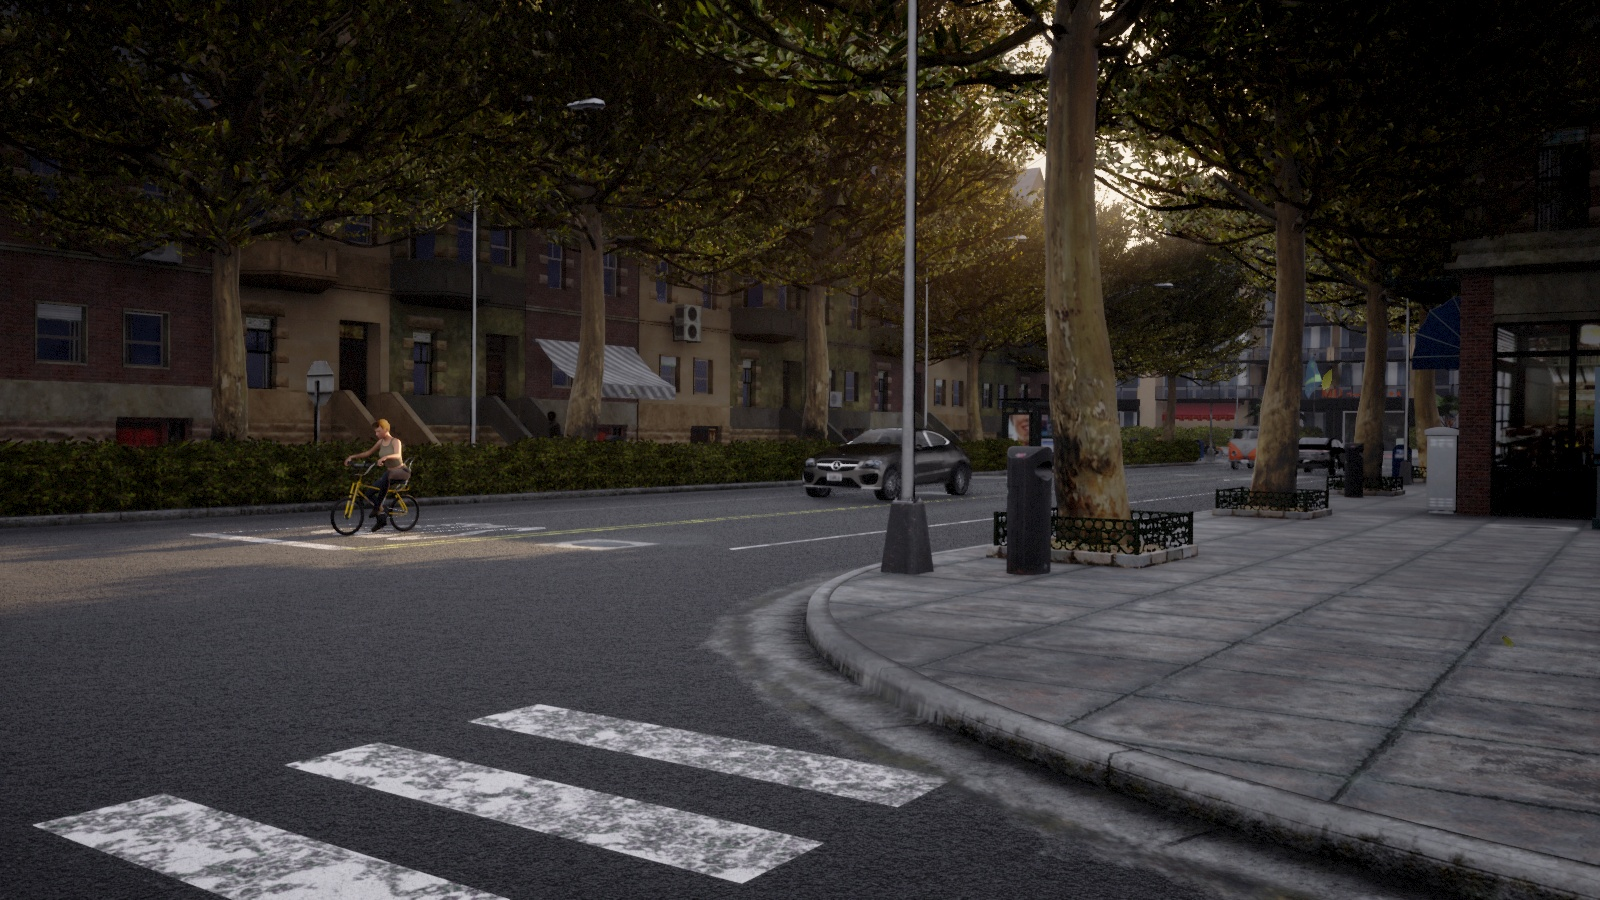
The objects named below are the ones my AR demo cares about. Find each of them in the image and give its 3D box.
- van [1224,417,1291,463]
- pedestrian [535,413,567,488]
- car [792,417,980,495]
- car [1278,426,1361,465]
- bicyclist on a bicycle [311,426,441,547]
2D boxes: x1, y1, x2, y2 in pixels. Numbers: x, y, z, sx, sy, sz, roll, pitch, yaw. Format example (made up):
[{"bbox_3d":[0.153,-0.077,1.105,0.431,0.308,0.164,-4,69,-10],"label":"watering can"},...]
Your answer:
[{"bbox_3d":[20.574,-0.472,56.365,1.775,1.987,4.442,0,1,34],"label":"van"},{"bbox_3d":[-6.426,0.004,32.395,0.395,1.930,0.692,0,1,42],"label":"pedestrian"},{"bbox_3d":[2.131,0.088,29.478,2.152,1.651,5.027,0,1,34],"label":"car"},{"bbox_3d":[21.185,-0.201,51.070,2.128,1.511,4.902,0,1,34],"label":"car"},{"bbox_3d":[-5.954,0.480,17.696,0.866,1.612,1.509,0,1,34],"label":"bicyclist on a bicycle"}]
